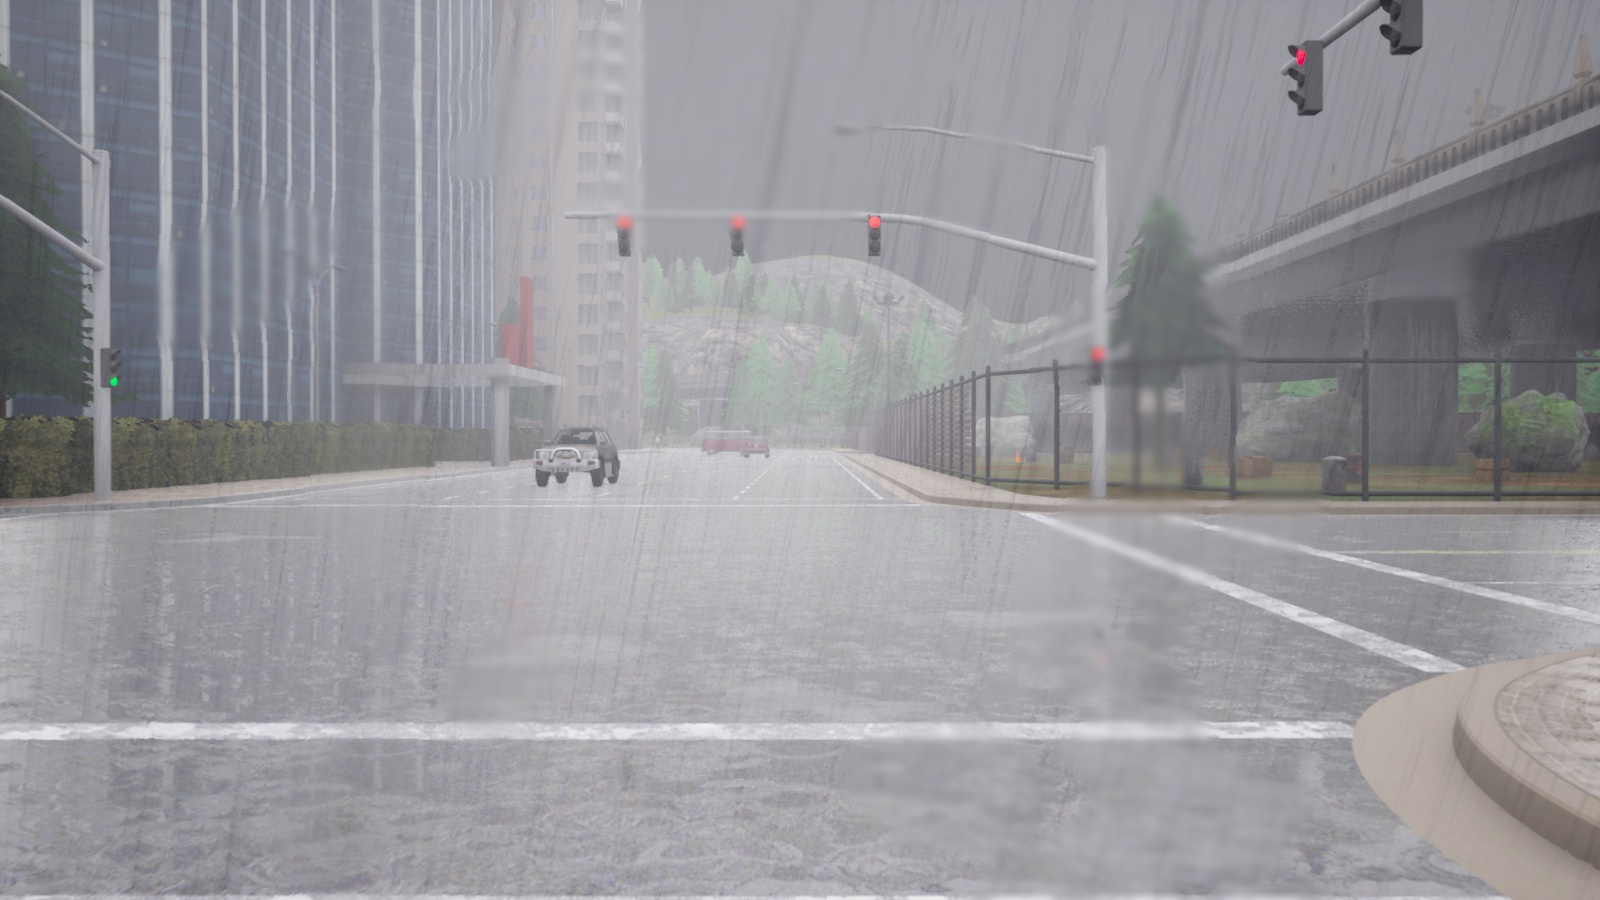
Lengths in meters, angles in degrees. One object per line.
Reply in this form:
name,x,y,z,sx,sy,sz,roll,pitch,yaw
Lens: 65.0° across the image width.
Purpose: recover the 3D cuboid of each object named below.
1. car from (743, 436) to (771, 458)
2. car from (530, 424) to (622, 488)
car,-2.994,-0.222,87.675,1.789,1.549,3.705,0,1,0
car,-6.769,0.143,38.425,1.932,1.855,4.605,0,1,0
